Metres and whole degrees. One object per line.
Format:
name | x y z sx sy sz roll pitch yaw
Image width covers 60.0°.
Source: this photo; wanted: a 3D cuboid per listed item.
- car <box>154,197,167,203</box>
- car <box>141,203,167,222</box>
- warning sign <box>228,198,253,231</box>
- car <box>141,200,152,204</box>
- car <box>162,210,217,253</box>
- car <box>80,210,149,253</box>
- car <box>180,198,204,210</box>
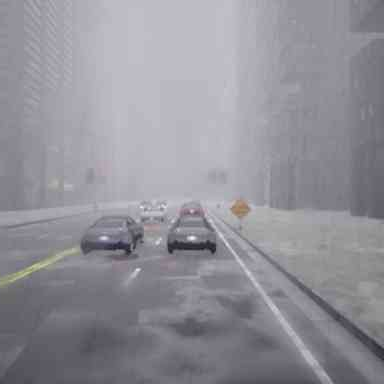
car | -6.503 2.218 70.952 1.994 1.385 4.181 0 -1 0
car | -3.249 1.876 29.092 1.895 1.301 4.718 0 -1 0
warning sign | 2.850 1.300 19.568 1.300 1.860 1.060 0 0 0
car | -9.754 2.261 70.922 1.895 1.301 4.718 0 -1 0
car | 0.004 1.699 14.299 1.994 1.385 4.181 0 0 0
car | -3.247 1.699 14.278 1.994 1.385 4.181 0 0 0
car | 0.002 1.625 29.063 2.097 1.767 4.553 0 -1 0
